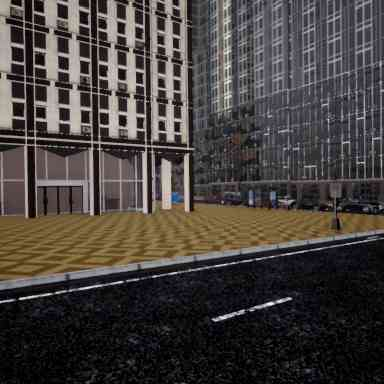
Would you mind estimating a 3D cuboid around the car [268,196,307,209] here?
[{"bbox_3d":[12.117,1.290,42.593,1.812,1.442,4.674,-1,1,-34],"label":"car"}]

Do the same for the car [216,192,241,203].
[{"bbox_3d":[6.298,1.175,51.155,1.837,1.490,4.892,-1,1,-34],"label":"car"}]

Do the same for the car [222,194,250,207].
[{"bbox_3d":[6.572,1.319,46.055,1.947,1.339,4.313,0,1,-34],"label":"car"}]

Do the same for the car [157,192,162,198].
[{"bbox_3d":[-5.634,0.614,78.989,2.192,1.841,5.009,0,1,-34],"label":"car"}]

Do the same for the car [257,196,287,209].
[{"bbox_3d":[9.721,1.387,41.324,1.802,1.307,4.206,0,1,-34],"label":"car"}]

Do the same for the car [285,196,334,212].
[{"bbox_3d":[12.903,1.423,36.612,1.947,1.339,4.313,0,1,-34],"label":"car"}]

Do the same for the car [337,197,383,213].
[{"bbox_3d":[17.307,1.340,34.959,2.128,1.511,4.902,-1,1,-34],"label":"car"}]

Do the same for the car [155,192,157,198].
[{"bbox_3d":[-8.831,0.686,83.689,1.967,1.590,4.097,0,1,-34],"label":"car"}]

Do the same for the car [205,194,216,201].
[{"bbox_3d":[3.957,1.043,64.894,1.802,1.307,4.206,0,1,-34],"label":"car"}]

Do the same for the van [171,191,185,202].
[{"bbox_3d":[-2.973,0.937,60.179,1.690,1.788,3.998,0,1,-34],"label":"van"}]

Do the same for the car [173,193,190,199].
[{"bbox_3d":[-2.437,0.935,74.293,1.802,1.307,4.206,0,1,-34],"label":"car"}]

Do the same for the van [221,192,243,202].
[{"bbox_3d":[7.152,0.854,60.191,1.690,1.788,3.998,0,1,-34],"label":"van"}]
